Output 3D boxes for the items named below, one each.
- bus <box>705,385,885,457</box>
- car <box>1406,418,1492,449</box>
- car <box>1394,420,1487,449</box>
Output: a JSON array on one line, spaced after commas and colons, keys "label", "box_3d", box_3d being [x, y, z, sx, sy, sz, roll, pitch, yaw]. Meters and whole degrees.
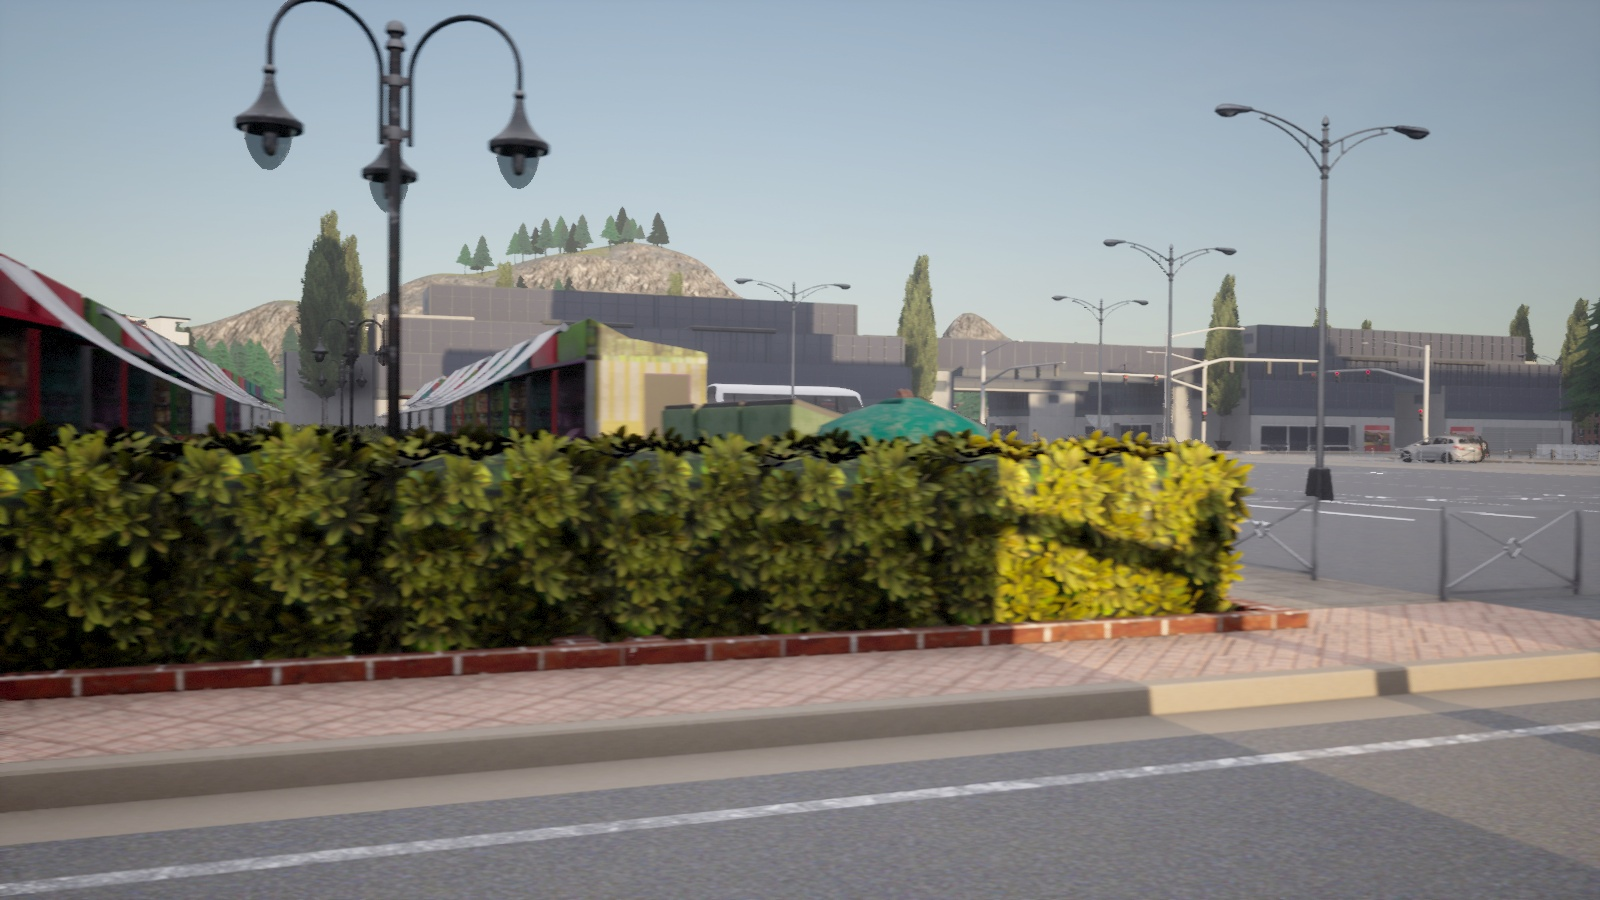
[{"label": "bus", "box_3d": [-0.301, -1.771, 76.864, 10.273, 4.253, 3.944, -1, 1, -19]}, {"label": "car", "box_3d": [40.348, -1.040, 78.162, 1.932, 1.855, 4.605, -1, 1, -21]}, {"label": "car", "box_3d": [37.971, -0.925, 74.528, 2.242, 1.667, 4.611, -1, 1, -20]}]
